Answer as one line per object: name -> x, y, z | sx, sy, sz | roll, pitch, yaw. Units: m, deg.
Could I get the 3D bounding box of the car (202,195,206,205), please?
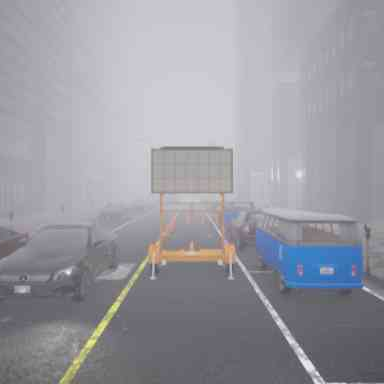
car -> 2.684, 1.463, 42.204 | 1.887, 1.381, 4.507 | 1, 0, 0

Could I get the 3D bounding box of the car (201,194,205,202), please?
car -> 2.686, 1.449, 47.828 | 1.887, 1.381, 4.507 | 1, 0, 0

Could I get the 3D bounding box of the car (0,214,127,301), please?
car -> -3.097, 1.513, 8.401 | 1.812, 1.442, 4.674 | 0, 0, 0

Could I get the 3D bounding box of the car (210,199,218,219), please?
car -> 2.681, 1.507, 25.330 | 2.008, 1.369, 4.403 | 1, 0, 0

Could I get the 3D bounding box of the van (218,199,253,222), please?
van -> 2.682, 1.308, 19.705 | 1.690, 1.788, 3.998 | 1, 0, 0

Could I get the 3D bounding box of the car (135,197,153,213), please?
car -> -5.842, 1.482, 36.575 | 2.008, 1.369, 4.403 | 1, 0, 0

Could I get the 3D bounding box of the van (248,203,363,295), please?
van -> 2.680, 1.328, 8.455 | 1.690, 1.788, 3.998 | 1, 0, 0

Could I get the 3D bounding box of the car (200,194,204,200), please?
car -> 2.687, 1.434, 53.453 | 1.887, 1.381, 4.507 | 1, 0, 0

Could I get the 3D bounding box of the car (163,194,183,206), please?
car -> -3.074, 1.114, 53.029 | 2.150, 2.045, 5.566 | 0, 0, 0

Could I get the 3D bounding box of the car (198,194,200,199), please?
car -> 2.688, 1.422, 64.703 | 1.947, 1.339, 4.313 | 1, 0, 0

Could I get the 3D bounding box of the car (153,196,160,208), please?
car -> -5.840, 1.430, 47.654 | 1.752, 1.417, 4.829 | 1, 0, 0

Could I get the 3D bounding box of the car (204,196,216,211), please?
car -> 2.683, 1.483, 36.579 | 2.008, 1.369, 4.403 | 1, 0, 0

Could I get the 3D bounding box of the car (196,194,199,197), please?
car -> 2.692, 1.346, 81.577 | 1.887, 1.381, 4.507 | 1, 0, 0

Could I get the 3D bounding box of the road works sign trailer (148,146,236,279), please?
road works sign trailer -> 0.003, 0.449, 9.914 | 2.380, 3.560, 2.880 | 0, 0, 0

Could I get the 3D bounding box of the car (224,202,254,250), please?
car -> 2.681, 1.418, 14.080 | 1.967, 1.590, 4.097 | 1, 0, 0

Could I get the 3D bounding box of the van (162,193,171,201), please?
van -> -5.833, 1.161, 75.946 | 1.690, 1.788, 3.998 | 1, 0, 0

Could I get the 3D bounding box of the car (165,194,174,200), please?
car -> -5.833, 1.348, 87.196 | 1.947, 1.339, 4.313 | 1, 0, 0

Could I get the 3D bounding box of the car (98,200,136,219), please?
car -> -5.844, 1.501, 25.327 | 1.887, 1.381, 4.507 | 1, 0, 0

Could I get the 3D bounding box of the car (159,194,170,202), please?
car -> -5.835, 1.278, 70.322 | 1.967, 1.590, 4.097 | 1, 0, 0

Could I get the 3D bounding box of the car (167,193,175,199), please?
car -> -5.831, 1.204, 92.819 | 1.967, 1.590, 4.097 | 1, 0, 0

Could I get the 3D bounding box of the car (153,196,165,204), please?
car -> -5.838, 1.455, 59.074 | 1.802, 1.307, 4.206 | 1, 0, 0
